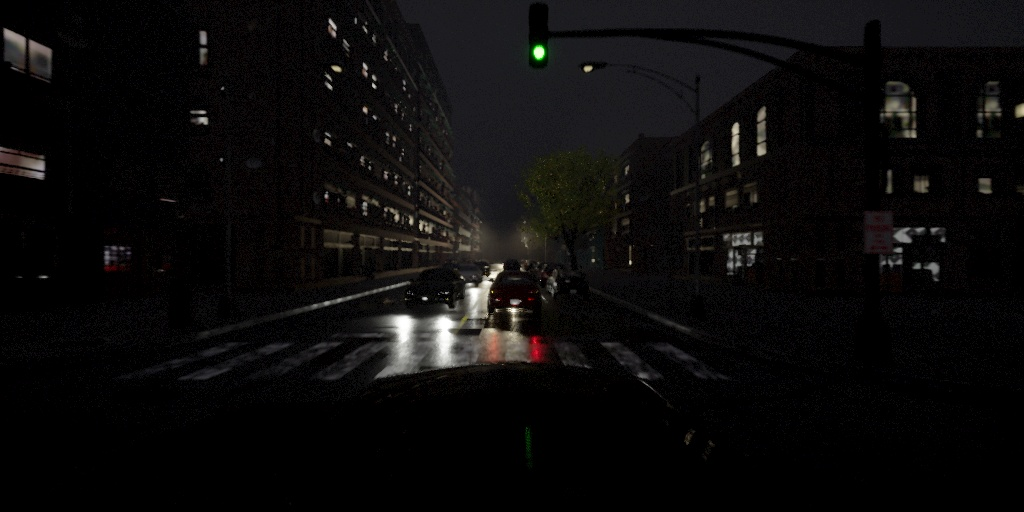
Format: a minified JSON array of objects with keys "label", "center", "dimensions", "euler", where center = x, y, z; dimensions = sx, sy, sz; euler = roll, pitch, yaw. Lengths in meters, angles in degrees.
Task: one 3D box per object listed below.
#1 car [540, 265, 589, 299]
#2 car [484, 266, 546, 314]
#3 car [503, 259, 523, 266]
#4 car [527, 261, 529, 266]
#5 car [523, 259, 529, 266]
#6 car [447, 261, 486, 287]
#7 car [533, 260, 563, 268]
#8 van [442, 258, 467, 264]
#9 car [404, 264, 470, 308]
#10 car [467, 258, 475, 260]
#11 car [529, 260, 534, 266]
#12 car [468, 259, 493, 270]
[{"label":"car","center":[2.686,1.314,17.864],"dimensions":[2.007,1.370,4.403],"euler":[0,0,0]},{"label":"car","center":[0.083,1.285,13.662],"dimensions":[1.812,1.442,4.674],"euler":[0,0,0]},{"label":"car","center":[-0.010,1.151,44.568],"dimensions":[2.097,1.767,4.553],"euler":[0,0,0]},{"label":"car","center":[2.682,1.365,34.955],"dimensions":[1.802,1.307,4.207],"euler":[0,0,0]},{"label":"car","center":[2.680,1.352,46.347],"dimensions":[2.007,1.370,4.403],"euler":[0,0,0]},{"label":"car","center":[-3.088,1.298,25.134],"dimensions":[1.812,1.442,4.674],"euler":[0,0,0]},{"label":"car","center":[2.685,1.210,23.561],"dimensions":[1.967,1.591,4.097],"euler":[0,0,0]},{"label":"van","center":[-5.699,1.124,34.954],"dimensions":[1.690,1.789,3.998],"euler":[0,0,0]},{"label":"car","center":[-3.093,1.266,15.192],"dimensions":[1.837,1.490,4.892],"euler":[0,0,0]},{"label":"car","center":[-5.701,1.117,46.347],"dimensions":[2.192,1.841,5.009],"euler":[0,0,0]},{"label":"car","center":[2.683,1.216,29.257],"dimensions":[1.967,1.591,4.097],"euler":[0,0,0]},{"label":"car","center":[-3.079,1.289,35.551],"dimensions":[1.837,1.490,4.892],"euler":[0,0,0]}]
